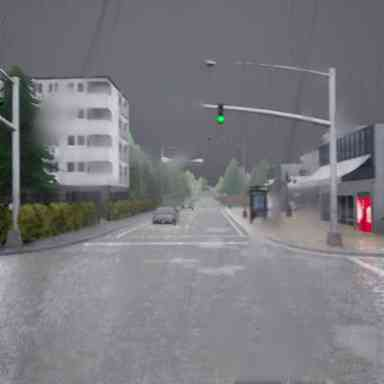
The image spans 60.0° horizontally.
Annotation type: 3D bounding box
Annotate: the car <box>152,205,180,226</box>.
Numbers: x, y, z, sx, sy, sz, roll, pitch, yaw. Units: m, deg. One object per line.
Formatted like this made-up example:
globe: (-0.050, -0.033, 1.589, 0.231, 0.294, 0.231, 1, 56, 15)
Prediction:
car: (-2.020, 1.890, 26.734, 1.837, 1.490, 4.892, -1, 1, 3)
